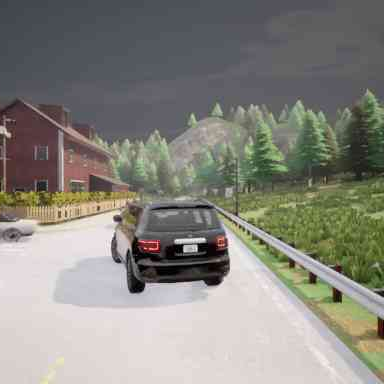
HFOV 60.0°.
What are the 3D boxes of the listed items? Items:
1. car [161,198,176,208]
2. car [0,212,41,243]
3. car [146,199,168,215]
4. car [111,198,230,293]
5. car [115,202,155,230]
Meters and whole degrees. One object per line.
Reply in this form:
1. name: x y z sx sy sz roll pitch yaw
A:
1. car: -3.546 1.564 50.348 1.994 1.385 4.181 0 0 1
2. car: -9.473 1.601 14.974 4.718 1.301 1.895 0 0 -20
3. car: -3.615 1.506 34.883 1.837 1.490 4.892 0 0 0
4. car: -0.868 1.221 9.189 2.150 2.045 5.566 0 0 -18
5. car: -3.612 1.505 22.066 1.837 1.490 4.892 0 0 0
